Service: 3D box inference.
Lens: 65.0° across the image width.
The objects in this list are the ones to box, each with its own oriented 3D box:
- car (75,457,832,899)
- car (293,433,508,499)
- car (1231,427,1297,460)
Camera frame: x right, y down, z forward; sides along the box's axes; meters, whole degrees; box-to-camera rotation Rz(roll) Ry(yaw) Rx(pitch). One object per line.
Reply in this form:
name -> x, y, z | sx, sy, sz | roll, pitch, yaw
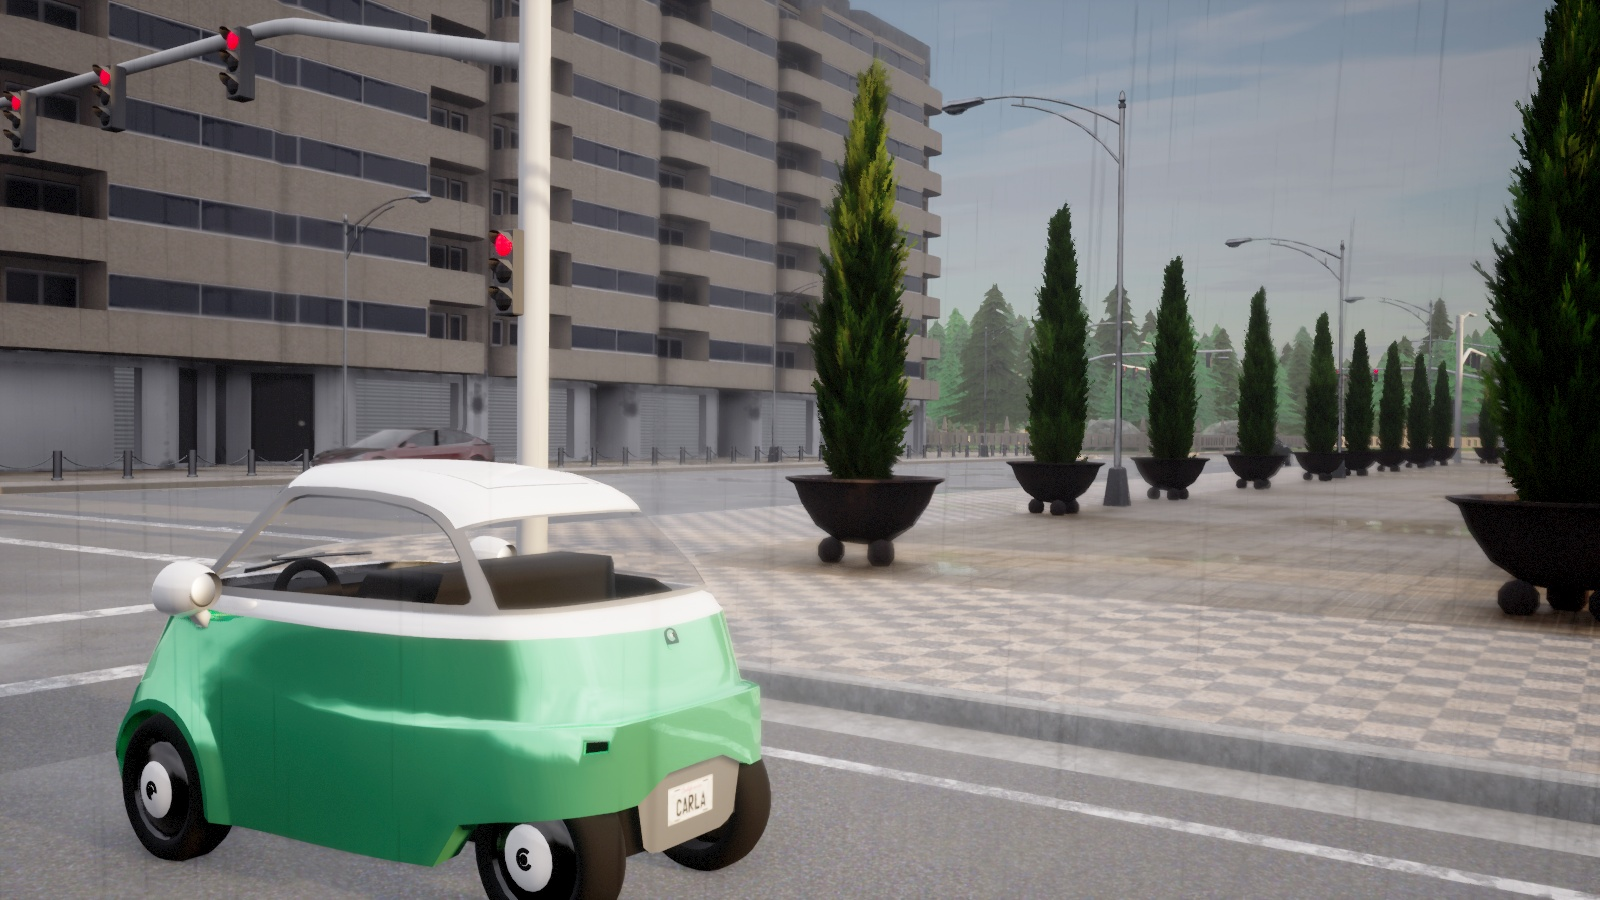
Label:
car -> -1.218, 0.737, 4.433 | 2.207, 1.376, 1.481 | 0, 1, 34
car -> -9.842, 0.337, 31.328 | 2.163, 1.488, 4.792 | 0, 1, 34
car -> 22.186, -0.338, 59.922 | 1.837, 1.490, 4.892 | 0, 1, 34
